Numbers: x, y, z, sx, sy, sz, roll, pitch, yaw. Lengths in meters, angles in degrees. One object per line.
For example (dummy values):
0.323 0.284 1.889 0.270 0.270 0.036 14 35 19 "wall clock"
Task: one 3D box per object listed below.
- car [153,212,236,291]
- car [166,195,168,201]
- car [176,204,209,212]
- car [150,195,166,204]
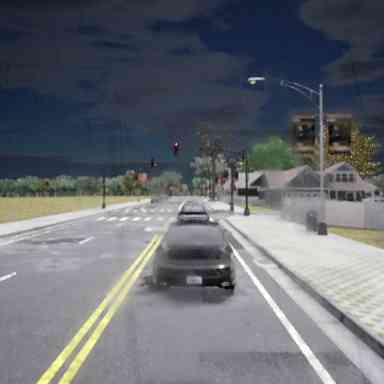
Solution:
0.067 1.504 9.029 1.837 1.490 4.892 0 0 0 "car"
-6.606 1.333 77.882 1.882 1.535 5.008 0 0 0 "car"
0.047 1.489 20.181 2.128 1.511 4.902 0 0 -2 "car"
-6.621 1.510 62.419 2.033 1.411 5.357 0 0 1 "car"
